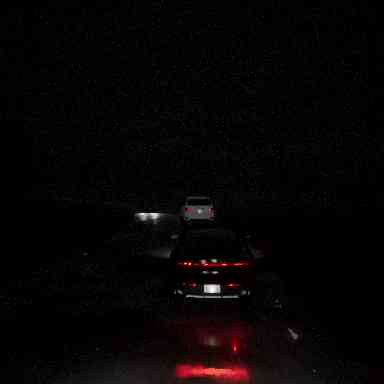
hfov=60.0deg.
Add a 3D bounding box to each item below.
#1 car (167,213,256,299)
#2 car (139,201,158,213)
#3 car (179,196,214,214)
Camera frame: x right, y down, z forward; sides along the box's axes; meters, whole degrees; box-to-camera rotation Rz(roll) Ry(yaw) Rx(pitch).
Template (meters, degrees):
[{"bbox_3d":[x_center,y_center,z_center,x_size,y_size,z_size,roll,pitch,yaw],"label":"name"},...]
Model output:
[{"bbox_3d":[0.472,1.532,8.520,1.837,1.490,4.892,0,0,2],"label":"car"},{"bbox_3d":[-5.180,1.768,39.341,1.994,1.385,4.181,0,0,-13],"label":"car"},{"bbox_3d":[0.309,1.337,24.476,2.150,2.045,5.566,0,0,-4],"label":"car"}]
